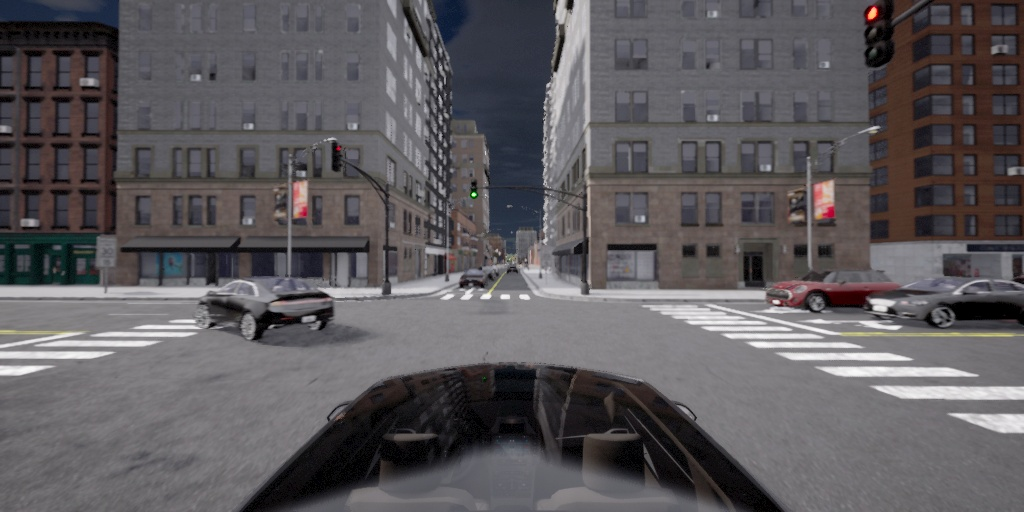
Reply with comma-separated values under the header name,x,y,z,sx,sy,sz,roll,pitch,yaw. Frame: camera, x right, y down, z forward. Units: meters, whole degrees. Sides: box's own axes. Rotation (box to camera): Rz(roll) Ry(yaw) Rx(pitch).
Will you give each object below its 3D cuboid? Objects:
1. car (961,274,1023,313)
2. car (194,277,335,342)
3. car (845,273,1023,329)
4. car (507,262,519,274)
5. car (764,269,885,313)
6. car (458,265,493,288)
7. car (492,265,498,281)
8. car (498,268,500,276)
name,x,y,z,sx,sy,sz,roll,pitch,yaw
car,22.014,1.523,14.825,4.674,1.442,1.812,0,-1,0
car,-7.039,1.338,10.128,4.902,1.511,2.128,0,-1,32
car,14.215,1.422,11.549,4.902,1.511,2.128,0,-1,-2
car,0.090,2.090,57.822,1.837,1.490,4.892,0,-1,1
car,13.112,1.318,14.791,4.553,1.767,2.097,0,-1,0
car,-2.837,1.669,27.701,2.033,1.411,5.357,0,-1,1
car,-2.739,1.775,37.585,1.837,1.490,4.892,0,-1,0
car,-2.699,1.954,47.911,1.812,1.442,4.674,0,-1,0
